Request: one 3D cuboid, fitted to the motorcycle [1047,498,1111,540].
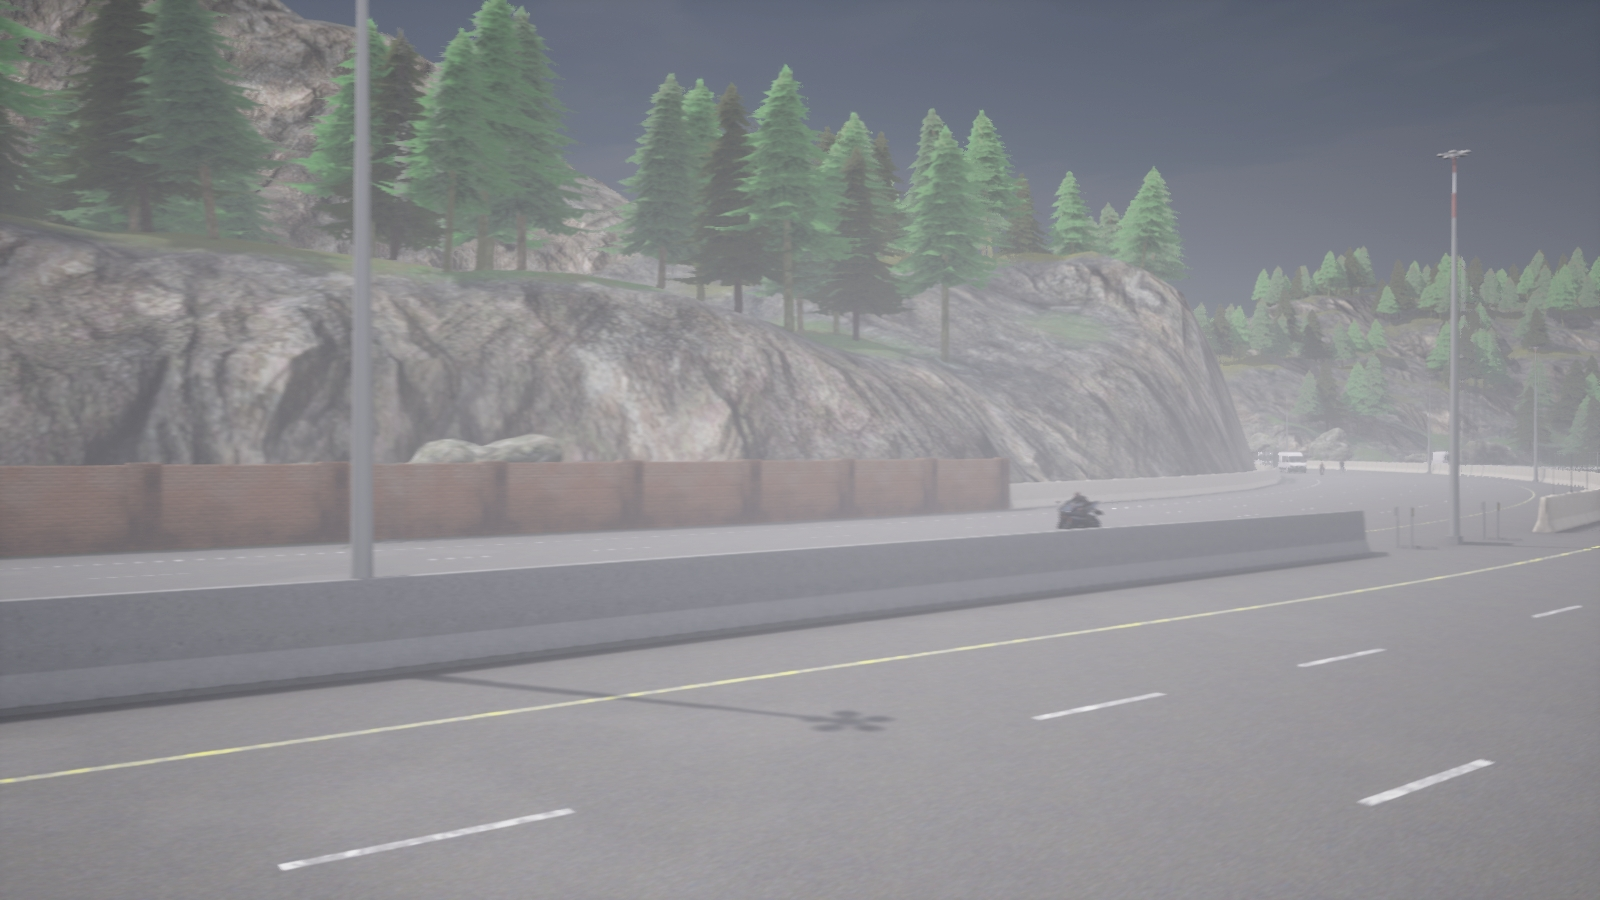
[{"bbox_3d":[8.968,2.202,36.682,2.209,1.251,0.867,0,-1,-40],"label":"motorcycle"}]
